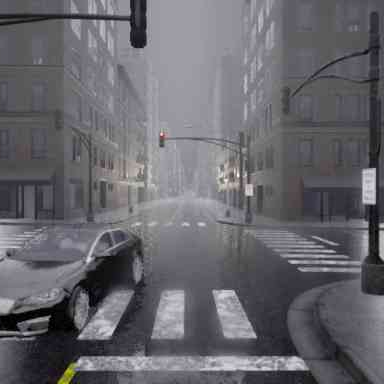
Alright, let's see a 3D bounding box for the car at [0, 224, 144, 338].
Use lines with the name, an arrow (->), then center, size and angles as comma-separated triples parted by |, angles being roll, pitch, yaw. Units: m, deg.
car -> -2.448, 1.491, 6.974 | 2.128, 1.511, 4.902 | 0, 0, 9
